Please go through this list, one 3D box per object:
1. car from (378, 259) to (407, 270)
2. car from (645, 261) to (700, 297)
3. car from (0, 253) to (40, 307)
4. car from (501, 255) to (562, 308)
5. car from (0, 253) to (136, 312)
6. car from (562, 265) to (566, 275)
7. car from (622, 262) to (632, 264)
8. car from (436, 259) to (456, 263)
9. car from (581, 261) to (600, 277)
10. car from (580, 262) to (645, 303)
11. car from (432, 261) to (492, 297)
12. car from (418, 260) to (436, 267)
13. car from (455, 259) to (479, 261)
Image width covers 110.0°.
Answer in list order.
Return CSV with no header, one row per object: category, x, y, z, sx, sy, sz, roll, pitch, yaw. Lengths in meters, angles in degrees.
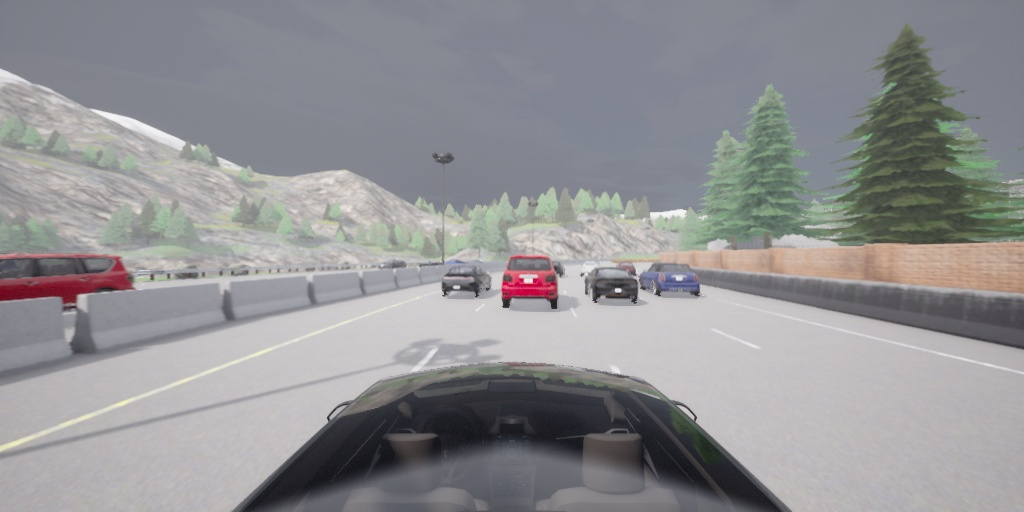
car,-17.101,1.184,51.448,2.128,1.511,4.902,0,0,17
car,8.368,1.125,19.483,2.097,1.767,4.553,0,0,7
car,-20.677,0.908,12.040,2.150,2.045,5.566,0,0,4
car,0.860,0.972,15.442,2.150,2.045,5.566,0,0,6
car,-13.805,0.929,9.685,2.150,2.045,5.566,0,0,3
car,4.208,1.263,35.678,1.837,1.490,4.892,0,0,13
car,11.874,1.307,37.539,1.812,1.442,4.674,0,0,14
car,-8.925,1.194,54.130,1.882,1.535,5.008,0,0,19
car,8.144,1.295,37.125,1.812,1.442,4.674,0,0,14
car,4.525,1.239,16.914,1.882,1.535,5.008,0,0,6
car,-2.278,1.233,18.899,2.128,1.511,4.902,0,0,6
car,-12.422,1.307,54.764,1.895,1.301,4.718,0,0,18
car,-5.778,1.273,52.563,2.033,1.411,5.357,0,0,18
